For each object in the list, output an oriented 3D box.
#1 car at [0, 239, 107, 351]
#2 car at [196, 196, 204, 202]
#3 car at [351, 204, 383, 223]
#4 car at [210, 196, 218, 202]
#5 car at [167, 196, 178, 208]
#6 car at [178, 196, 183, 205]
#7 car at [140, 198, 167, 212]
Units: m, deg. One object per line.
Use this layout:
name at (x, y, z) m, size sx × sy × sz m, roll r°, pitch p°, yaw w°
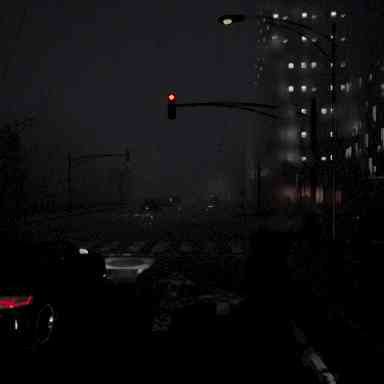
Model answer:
car at (-3.024, 1.563, 6.236) m, size 1.994 × 1.385 × 4.181 m, roll 0°, pitch 0°, yaw 1°
car at (1.943, 1.602, 78.620) m, size 1.895 × 1.301 × 4.718 m, roll 0°, pitch 0°, yaw 5°
car at (13.746, 1.447, 23.064) m, size 4.718 × 1.301 × 1.895 m, roll 0°, pitch 0°, yaw 2°
car at (5.208, 1.548, 78.694) m, size 2.033 × 1.411 × 5.357 m, roll 0°, pitch 0°, yaw 5°
car at (-3.805, 1.539, 48.368) m, size 2.033 × 1.411 × 5.357 m, roll 0°, pitch 0°, yaw 4°
car at (-2.781, 1.474, 61.004) m, size 1.882 × 1.535 × 5.008 m, roll 0°, pitch 0°, yaw 5°
car at (-4.612, 1.483, 38.152) m, size 2.128 × 1.511 × 4.902 m, roll 0°, pitch 0°, yaw 5°
